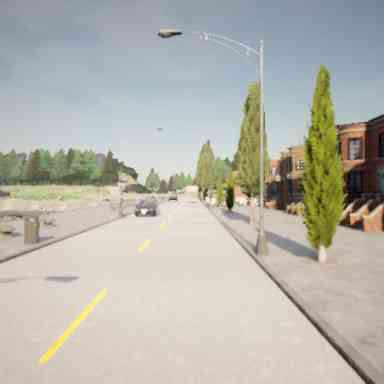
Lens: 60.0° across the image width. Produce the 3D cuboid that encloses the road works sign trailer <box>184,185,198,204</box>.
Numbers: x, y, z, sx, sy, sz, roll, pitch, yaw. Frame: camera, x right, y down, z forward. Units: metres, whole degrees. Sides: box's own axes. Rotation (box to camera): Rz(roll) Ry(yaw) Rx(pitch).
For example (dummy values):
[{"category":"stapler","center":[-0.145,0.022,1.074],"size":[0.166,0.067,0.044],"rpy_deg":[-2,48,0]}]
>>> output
[{"category":"road works sign trailer","center":[0.011,0.452,64.865],"size":[2.380,3.560,2.880],"rpy_deg":[0,0,0]}]

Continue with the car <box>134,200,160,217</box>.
[{"category":"car","center":[-4.089,1.485,30.754],"size":[2.128,1.511,4.902],"rpy_deg":[0,0,0]}]

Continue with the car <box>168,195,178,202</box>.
[{"category":"car","center":[-3.988,1.433,71.127],"size":[1.994,1.385,4.181],"rpy_deg":[0,0,0]}]
